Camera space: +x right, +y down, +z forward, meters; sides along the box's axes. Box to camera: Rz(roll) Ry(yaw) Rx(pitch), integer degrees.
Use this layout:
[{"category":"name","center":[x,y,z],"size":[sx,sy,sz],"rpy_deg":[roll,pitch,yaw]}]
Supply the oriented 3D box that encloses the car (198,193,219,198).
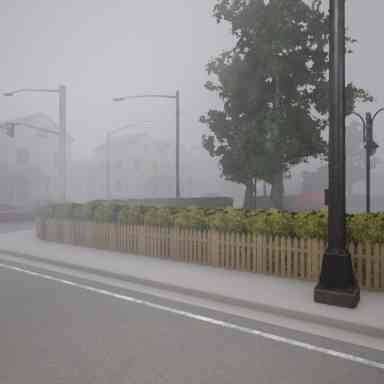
[{"category":"car","center":[2.357,1.222,51.985],"size":[2.150,2.045,5.566],"rpy_deg":[0,0,35]}]

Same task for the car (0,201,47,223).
[{"category":"car","center":[-13.021,1.564,23.632],"size":[1.994,1.385,4.181],"rpy_deg":[0,0,36]}]

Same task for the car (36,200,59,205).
[{"category":"car","center":[-13.428,1.491,29.345],"size":[2.128,1.511,4.902],"rpy_deg":[0,0,35]}]
